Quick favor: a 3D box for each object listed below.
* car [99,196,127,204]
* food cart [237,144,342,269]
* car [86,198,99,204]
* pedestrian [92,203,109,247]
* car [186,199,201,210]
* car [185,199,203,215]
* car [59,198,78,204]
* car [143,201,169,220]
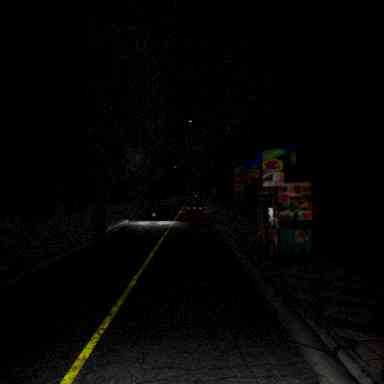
[{"bbox_3d":[-13.309,1.485,57.394,4.097,1.590,1.967,0,-2,-1],"label":"car"},{"bbox_3d":[3.134,0.477,11.973,2.280,3.560,4.660,-2,-2,0],"label":"food cart"},{"bbox_3d":[-18.739,1.858,65.926,4.313,1.339,1.947,0,-2,0],"label":"car"},{"bbox_3d":[-3.771,1.308,13.717,0.375,1.860,0.375,2,-2,-10],"label":"pedestrian"},{"bbox_3d":[0.215,1.656,45.118,1.994,1.385,4.181,0,0,2],"label":"car"},{"bbox_3d":[0.230,1.609,34.626,2.033,1.411,5.357,0,0,0],"label":"car"},{"bbox_3d":[-24.226,1.877,65.940,4.206,1.307,1.802,0,-2,0],"label":"car"},{"bbox_3d":[-2.982,1.549,28.506,1.837,1.490,4.892,0,0,0],"label":"car"}]
